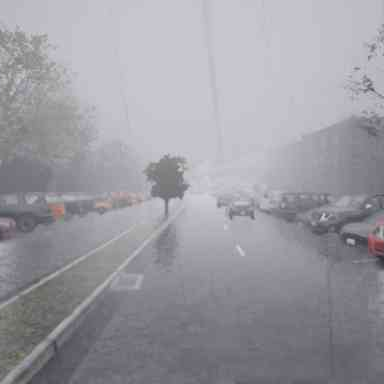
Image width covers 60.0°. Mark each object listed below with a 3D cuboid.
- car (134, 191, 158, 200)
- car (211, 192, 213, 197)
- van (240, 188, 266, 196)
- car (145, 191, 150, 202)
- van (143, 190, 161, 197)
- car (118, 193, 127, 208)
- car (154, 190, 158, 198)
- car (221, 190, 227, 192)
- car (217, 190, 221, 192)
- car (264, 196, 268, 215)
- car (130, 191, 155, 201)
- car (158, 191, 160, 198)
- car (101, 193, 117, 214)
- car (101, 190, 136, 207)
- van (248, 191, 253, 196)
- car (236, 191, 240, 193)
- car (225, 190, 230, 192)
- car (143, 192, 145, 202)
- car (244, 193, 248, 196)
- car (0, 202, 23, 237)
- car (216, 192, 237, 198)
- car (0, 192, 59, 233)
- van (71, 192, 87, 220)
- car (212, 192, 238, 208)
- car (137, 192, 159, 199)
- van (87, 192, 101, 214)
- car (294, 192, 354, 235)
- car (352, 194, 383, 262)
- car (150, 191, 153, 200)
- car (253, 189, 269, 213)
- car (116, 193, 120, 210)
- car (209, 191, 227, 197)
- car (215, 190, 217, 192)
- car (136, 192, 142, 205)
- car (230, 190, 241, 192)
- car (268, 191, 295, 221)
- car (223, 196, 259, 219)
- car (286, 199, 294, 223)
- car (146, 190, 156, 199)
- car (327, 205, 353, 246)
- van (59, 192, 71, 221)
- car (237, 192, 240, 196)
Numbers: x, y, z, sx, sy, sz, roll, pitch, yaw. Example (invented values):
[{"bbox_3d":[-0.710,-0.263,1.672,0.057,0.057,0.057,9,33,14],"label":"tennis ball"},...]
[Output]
[{"bbox_3d":[-9.749,0.666,70.604,4.553,1.767,2.185,-1,1,-22],"label":"car"},{"bbox_3d":[8.008,0.705,82.130,4.892,1.521,2.231,1,1,-23],"label":"car"},{"bbox_3d":[8.531,0.901,39.825,4.442,1.987,1.878,1,1,-19],"label":"van"},{"bbox_3d":[-9.444,0.988,49.866,5.008,1.535,2.097,-1,1,-19],"label":"car"},{"bbox_3d":[-10.638,0.396,88.383,4.442,1.987,1.878,-1,0,-24],"label":"van"},{"bbox_3d":[-9.639,1.157,35.031,4.792,1.488,2.163,-1,0,-19],"label":"car"},{"bbox_3d":[-9.526,0.875,61.715,5.008,1.535,2.097,-1,1,-21],"label":"car"},{"bbox_3d":[8.694,0.887,64.016,5.008,1.535,2.097,1,1,-21],"label":"car"},{"bbox_3d":[8.598,0.605,67.021,5.566,2.045,2.435,1,1,-22],"label":"car"},{"bbox_3d":[8.315,1.274,24.829,5.008,1.535,2.097,1,1,-19],"label":"car"},{"bbox_3d":[-9.629,0.723,64.668,4.553,1.767,2.185,-1,0,-21],"label":"car"},{"bbox_3d":[-9.850,0.820,67.565,5.366,1.575,1.946,-1,1,-21],"label":"car"},{"bbox_3d":[-9.616,1.179,29.129,5.366,1.575,1.946,-1,0,-19],"label":"car"},{"bbox_3d":[-9.632,0.848,37.978,5.566,2.045,2.435,-1,1,-19],"label":"car"},{"bbox_3d":[8.408,0.960,33.801,4.442,1.987,1.878,1,1,-19],"label":"van"},{"bbox_3d":[8.744,1.069,45.894,5.008,1.535,2.097,1,1,-20],"label":"car"},{"bbox_3d":[8.766,0.948,57.979,5.008,1.535,2.097,1,0,-21],"label":"car"},{"bbox_3d":[-9.445,0.889,46.908,4.553,1.767,2.185,-1,1,-19],"label":"car"},{"bbox_3d":[8.604,1.188,36.869,4.792,1.488,2.163,1,0,-19],"label":"car"},{"bbox_3d":[-10.115,1.365,14.191,4.674,1.452,2.002,-1,0,-19],"label":"car"},{"bbox_3d":[8.155,0.774,79.116,4.674,1.452,2.002,1,0,-23],"label":"car"},{"bbox_3d":[-10.076,1.046,17.150,5.566,2.045,2.435,-1,1,-19],"label":"car"},{"bbox_3d":[-9.812,1.013,23.154,4.442,1.987,1.878,-1,0,-19],"label":"van"},{"bbox_3d":[3.978,1.111,40.785,2.128,1.511,4.902,0,1,1],"label":"car"},{"bbox_3d":[-10.026,0.776,76.513,4.674,1.452,2.002,-1,1,-23],"label":"car"},{"bbox_3d":[-9.749,0.985,26.131,4.442,1.987,1.878,-1,0,-19],"label":"van"},{"bbox_3d":[8.090,1.109,15.800,5.566,2.045,2.435,1,1,-19],"label":"car"},{"bbox_3d":[7.952,1.167,9.787,5.566,2.045,2.435,1,1,-19],"label":"car"},{"bbox_3d":[-9.488,0.962,55.777,4.792,1.488,2.163,-1,1,-20],"label":"car"},{"bbox_3d":[8.408,0.994,27.845,5.566,2.045,2.435,1,0,-19],"label":"car"},{"bbox_3d":[-9.755,1.186,32.030,4.792,1.488,2.163,-1,1,-19],"label":"car"},{"bbox_3d":[7.368,0.617,94.154,4.792,1.488,2.163,1,0,-25],"label":"car"},{"bbox_3d":[8.303,0.805,76.095,4.674,1.452,2.002,1,1,-23],"label":"car"},{"bbox_3d":[-9.377,1.066,41.029,5.366,1.575,1.946,-1,0,-19],"label":"car"},{"bbox_3d":[8.761,0.883,51.931,4.553,1.767,2.185,1,0,-20],"label":"car"},{"bbox_3d":[8.274,1.052,21.838,5.566,2.045,2.435,1,0,-19],"label":"car"},{"bbox_3d":[3.671,1.288,25.859,1.812,1.442,4.674,0,1,1],"label":"car"},{"bbox_3d":[8.150,1.361,18.809,4.792,1.488,2.163,1,1,-19],"label":"car"},{"bbox_3d":[-9.459,0.933,58.771,4.792,1.488,2.163,-1,0,-20],"label":"car"},{"bbox_3d":[8.016,1.419,12.799,4.792,1.488,2.163,1,1,-19],"label":"car"},{"bbox_3d":[-9.874,1.041,20.177,4.442,1.987,1.878,-1,0,-19],"label":"van"},{"bbox_3d":[8.863,1.099,42.948,5.366,1.575,1.946,1,0,-19],"label":"car"}]
